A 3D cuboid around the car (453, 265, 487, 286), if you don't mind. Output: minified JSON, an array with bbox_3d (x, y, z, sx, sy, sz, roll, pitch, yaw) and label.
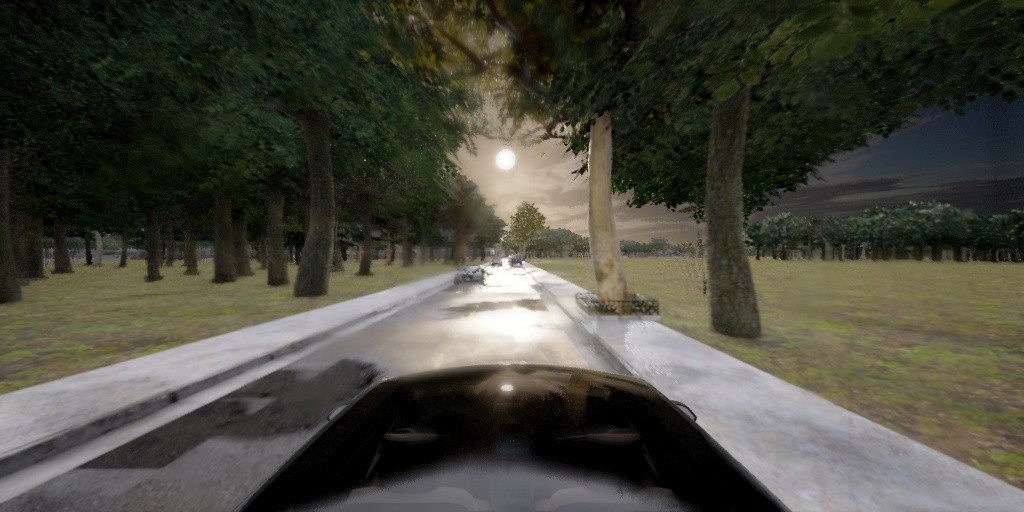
[{"bbox_3d":[-2.850,1.315,25.157,1.994,1.385,4.181,0,0,0],"label":"car"}]
